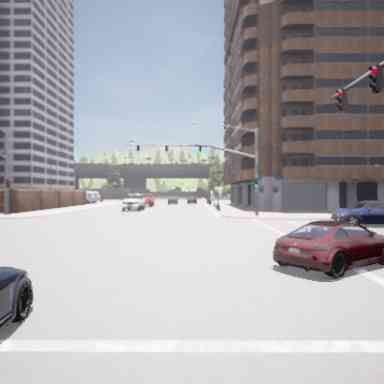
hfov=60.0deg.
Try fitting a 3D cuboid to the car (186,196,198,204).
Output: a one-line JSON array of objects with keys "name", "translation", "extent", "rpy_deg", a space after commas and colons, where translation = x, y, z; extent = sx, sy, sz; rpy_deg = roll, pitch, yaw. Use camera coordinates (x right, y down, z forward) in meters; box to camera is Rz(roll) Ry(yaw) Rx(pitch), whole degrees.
[{"name": "car", "translation": [0.006, 1.503, 61.978], "extent": [2.128, 1.511, 4.902], "rpy_deg": [0, 0, 0]}]

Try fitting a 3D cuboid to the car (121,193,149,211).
[{"name": "car", "translation": [-7.091, 1.229, 40.728], "extent": [2.150, 2.045, 5.566], "rpy_deg": [0, 0, 0]}]

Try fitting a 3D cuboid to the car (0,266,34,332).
[{"name": "car", "translation": [-3.778, 1.566, 4.485], "extent": [1.994, 1.385, 4.181], "rpy_deg": [0, 0, -6]}]

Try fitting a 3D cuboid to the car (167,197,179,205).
[{"name": "car", "translation": [-3.462, 1.559, 60.516], "extent": [2.033, 1.411, 5.357], "rpy_deg": [0, 0, 0]}]

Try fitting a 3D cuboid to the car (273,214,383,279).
[{"name": "car", "translation": [4.459, 1.565, 10.173], "extent": [4.181, 1.385, 1.994], "rpy_deg": [0, -1, -34]}]

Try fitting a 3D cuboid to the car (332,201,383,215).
[{"name": "car", "translation": [11.544, 1.356, 21.786], "extent": [4.553, 1.767, 2.097], "rpy_deg": [0, 0, 2]}]

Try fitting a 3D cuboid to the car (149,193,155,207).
[{"name": "car", "translation": [-7.055, 1.231, 51.149], "extent": [2.150, 2.045, 5.566], "rpy_deg": [0, 0, 1]}]
